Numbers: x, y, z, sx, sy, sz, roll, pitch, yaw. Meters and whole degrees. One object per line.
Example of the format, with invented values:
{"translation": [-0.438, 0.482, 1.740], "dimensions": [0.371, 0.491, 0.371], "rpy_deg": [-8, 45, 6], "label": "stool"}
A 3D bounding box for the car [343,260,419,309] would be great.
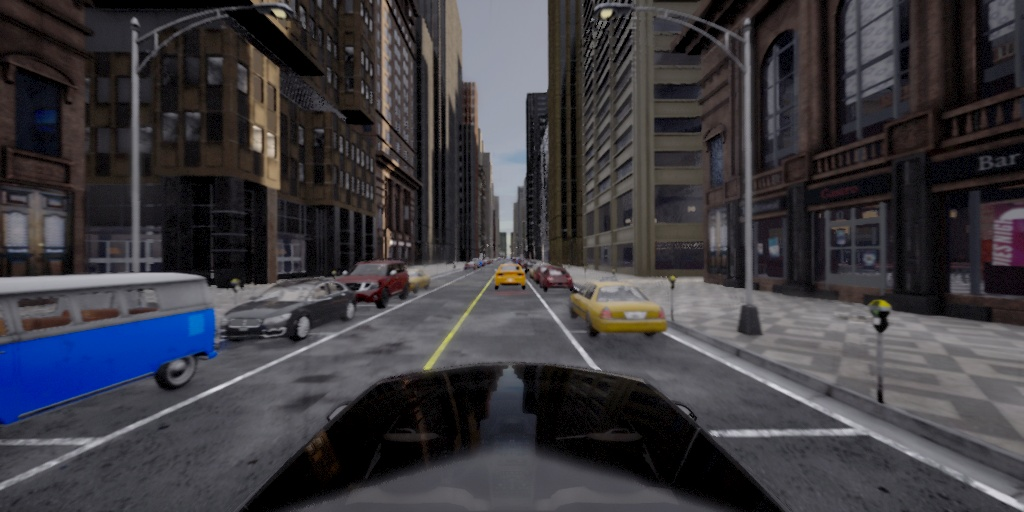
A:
{"translation": [-5.886, 1.124, 15.554], "dimensions": [2.192, 1.841, 5.009], "rpy_deg": [0, 0, -1], "label": "car"}

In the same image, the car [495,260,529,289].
{"translation": [-0.129, 1.264, 23.628], "dimensions": [1.882, 1.535, 5.008], "rpy_deg": [0, 0, -1], "label": "car"}

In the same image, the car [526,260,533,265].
{"translation": [2.457, 1.312, 32.682], "dimensions": [1.751, 1.417, 4.829], "rpy_deg": [0, 0, -1], "label": "car"}

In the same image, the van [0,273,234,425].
{"translation": [-5.766, 1.131, 4.318], "dimensions": [1.690, 1.789, 3.998], "rpy_deg": [0, 0, -1], "label": "van"}

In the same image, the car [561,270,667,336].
{"translation": [2.697, 1.272, 10.209], "dimensions": [1.751, 1.417, 4.829], "rpy_deg": [0, 0, -1], "label": "car"}

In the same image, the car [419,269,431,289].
{"translation": [-5.944, 1.344, 21.003], "dimensions": [1.751, 1.417, 4.829], "rpy_deg": [0, 0, -1], "label": "car"}

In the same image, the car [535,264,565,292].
{"translation": [2.579, 1.348, 21.276], "dimensions": [1.802, 1.307, 4.207], "rpy_deg": [0, 0, -1], "label": "car"}

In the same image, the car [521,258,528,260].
{"translation": [2.279, 1.369, 49.368], "dimensions": [1.888, 1.381, 4.507], "rpy_deg": [0, 0, -1], "label": "car"}

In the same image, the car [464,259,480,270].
{"translation": [-6.305, 1.471, 54.880], "dimensions": [1.802, 1.307, 4.207], "rpy_deg": [0, 0, -1], "label": "car"}

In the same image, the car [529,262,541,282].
{"translation": [2.519, 1.357, 26.894], "dimensions": [1.802, 1.307, 4.207], "rpy_deg": [0, 0, -1], "label": "car"}

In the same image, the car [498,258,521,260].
{"translation": [-0.307, 1.298, 40.431], "dimensions": [1.882, 1.535, 5.008], "rpy_deg": [0, 0, 0], "label": "car"}

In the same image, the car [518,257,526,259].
{"translation": [2.220, 1.276, 54.986], "dimensions": [1.967, 1.591, 4.097], "rpy_deg": [0, 0, -1], "label": "car"}

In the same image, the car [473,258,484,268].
{"translation": [-6.365, 1.467, 60.498], "dimensions": [1.948, 1.339, 4.313], "rpy_deg": [0, 0, -1], "label": "car"}

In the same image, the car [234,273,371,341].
{"translation": [-5.826, 1.350, 9.936], "dimensions": [2.007, 1.370, 4.403], "rpy_deg": [0, 0, -1], "label": "car"}
